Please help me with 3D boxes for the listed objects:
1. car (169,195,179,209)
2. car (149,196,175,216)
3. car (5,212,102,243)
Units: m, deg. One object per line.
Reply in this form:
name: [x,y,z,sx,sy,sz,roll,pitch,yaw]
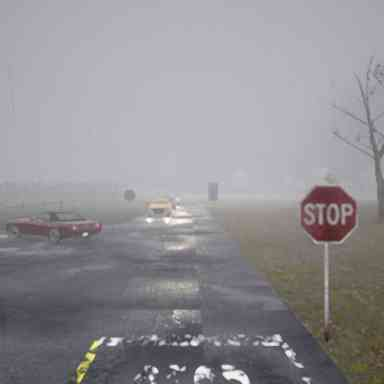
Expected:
car: [-2.929,1.389,40.932,1.837,1.490,4.892,0,0,0]
car: [-2.915,1.391,31.271,1.882,1.535,5.008,0,0,0]
car: [-6.577,1.559,15.555,4.718,1.301,1.895,-1,-1,30]
